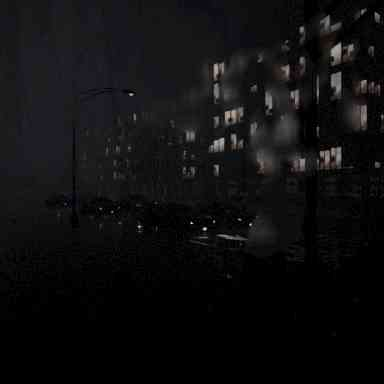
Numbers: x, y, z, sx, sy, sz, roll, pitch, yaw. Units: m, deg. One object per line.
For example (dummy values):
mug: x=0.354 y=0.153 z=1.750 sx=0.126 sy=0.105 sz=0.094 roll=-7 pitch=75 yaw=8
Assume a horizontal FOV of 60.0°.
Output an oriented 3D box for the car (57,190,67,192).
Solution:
car: x=-25.424 y=0.299 z=64.814 sx=1.812 sy=1.442 sz=4.674 roll=0 pitch=1 yaw=-38

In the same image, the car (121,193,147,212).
car: x=-4.625 y=0.911 z=27.462 sx=2.097 sy=1.767 sz=4.553 roll=0 pitch=1 yaw=-38

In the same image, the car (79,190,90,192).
car: x=-18.092 y=0.485 z=55.463 sx=2.128 sy=1.511 sz=4.902 roll=0 pitch=1 yaw=-38

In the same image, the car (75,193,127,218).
car: x=-7.054 y=1.092 z=25.288 sx=1.812 sy=1.442 sz=4.674 roll=0 pitch=1 yaw=-38

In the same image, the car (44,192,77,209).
car: x=-13.255 y=0.947 z=33.186 sx=1.994 sy=1.385 sz=4.181 roll=0 pitch=1 yaw=-38

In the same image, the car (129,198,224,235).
car: x=-1.040 y=1.292 z=17.663 sx=2.033 sy=1.411 sz=5.357 roll=0 pitch=1 yaw=-38

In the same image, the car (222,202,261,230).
car: x=1.566 y=1.289 z=19.662 sx=2.033 sy=1.411 sz=5.357 roll=0 pitch=1 yaw=-36
